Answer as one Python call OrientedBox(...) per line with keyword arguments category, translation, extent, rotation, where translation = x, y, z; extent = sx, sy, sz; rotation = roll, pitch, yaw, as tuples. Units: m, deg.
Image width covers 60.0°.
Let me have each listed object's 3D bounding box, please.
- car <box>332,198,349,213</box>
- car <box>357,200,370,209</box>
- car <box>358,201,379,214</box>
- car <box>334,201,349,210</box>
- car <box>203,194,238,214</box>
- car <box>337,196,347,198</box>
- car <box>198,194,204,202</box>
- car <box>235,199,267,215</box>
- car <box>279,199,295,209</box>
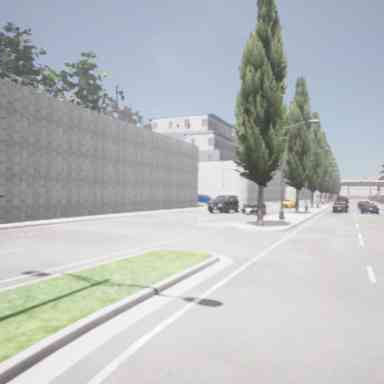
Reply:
OrientedBox(category="car", translation=(20.025, 1.988, 44.932), extent=(2.128, 1.511, 4.902), rotation=(1, 0, 25))
OrientedBox(category="car", translation=(31.238, 2.276, 60.654), extent=(1.994, 1.385, 4.181), rotation=(1, 0, 25))
OrientedBox(category="car", translation=(23.080, 2.121, 43.212), extent=(1.994, 1.385, 4.181), rotation=(1, 0, 25))
OrientedBox(category="car", translation=(24.134, 2.162, 53.659), extent=(1.994, 1.385, 4.181), rotation=(1, 0, 26))
OrientedBox(category="car", translation=(3.675, 1.363, 37.577), extent=(2.150, 2.045, 5.566), rotation=(1, 0, 26))
OrientedBox(category="car", translation=(28.096, 1.854, 62.180), extent=(2.150, 2.045, 5.566), rotation=(1, 0, 25))
OrientedBox(category="car", translation=(2.362, 1.155, 57.571), extent=(5.008, 1.535, 1.882), rotation=(7, 2, 27))
OrientedBox(category="car", translation=(6.764, 1.695, 36.051), extent=(2.128, 1.511, 4.902), rotation=(1, 0, 25))
OrientedBox(category="car", translation=(15.743, 1.876, 54.827), extent=(1.882, 1.535, 5.008), rotation=(2, 0, 26))
